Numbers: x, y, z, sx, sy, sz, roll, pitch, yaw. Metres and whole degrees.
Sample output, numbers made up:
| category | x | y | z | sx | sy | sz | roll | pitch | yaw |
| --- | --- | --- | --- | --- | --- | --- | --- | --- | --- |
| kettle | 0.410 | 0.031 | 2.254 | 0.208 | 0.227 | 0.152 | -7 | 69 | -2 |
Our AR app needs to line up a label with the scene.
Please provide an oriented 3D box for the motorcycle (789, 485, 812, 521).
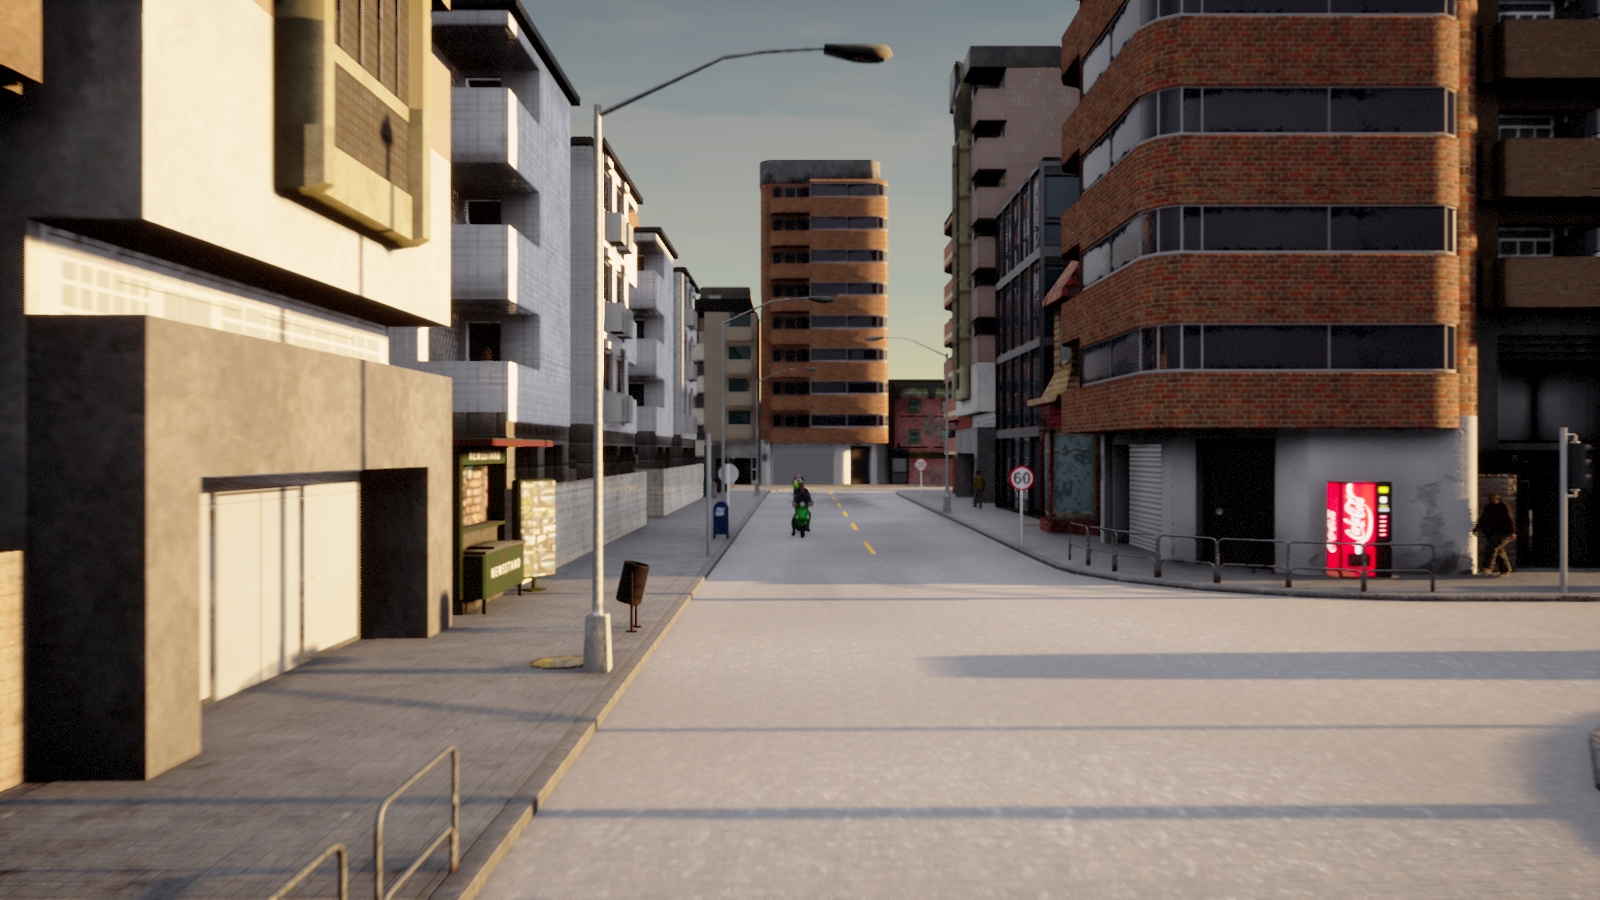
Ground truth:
| category | x | y | z | sx | sy | sz | roll | pitch | yaw |
| --- | --- | --- | --- | --- | --- | --- | --- | --- | --- |
| motorcycle | 0.033 | 1.962 | 42.640 | 0.856 | 1.236 | 1.805 | 0 | 0 | 0 |

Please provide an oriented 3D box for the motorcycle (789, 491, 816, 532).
| category | x | y | z | sx | sy | sz | roll | pitch | yaw |
| --- | --- | --- | --- | --- | --- | --- | --- | --- | --- |
| motorcycle | 0.069 | 1.962 | 36.986 | 0.856 | 1.236 | 1.805 | 0 | 0 | 0 |

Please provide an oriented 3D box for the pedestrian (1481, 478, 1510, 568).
| category | x | y | z | sx | sy | sz | roll | pitch | yaw |
| --- | --- | --- | --- | --- | --- | --- | --- | --- | --- |
| pedestrian | 14.537 | 1.516 | 23.886 | 0.375 | 1.860 | 0.375 | 0 | 0 | -13 |

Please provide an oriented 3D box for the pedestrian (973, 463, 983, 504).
| category | x | y | z | sx | sy | sz | roll | pitch | yaw |
| --- | --- | --- | --- | --- | --- | --- | --- | --- | --- |
| pedestrian | 8.118 | 1.523 | 52.139 | 0.375 | 1.860 | 0.375 | 0 | 0 | -8 |

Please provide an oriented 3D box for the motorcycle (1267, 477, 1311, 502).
| category | x | y | z | sx | sy | sz | roll | pitch | yaw |
| --- | --- | --- | --- | --- | --- | --- | --- | --- | --- |
| motorcycle | 24.402 | 1.962 | 57.045 | 1.805 | 1.236 | 0.856 | 0 | 0 | 2 |
